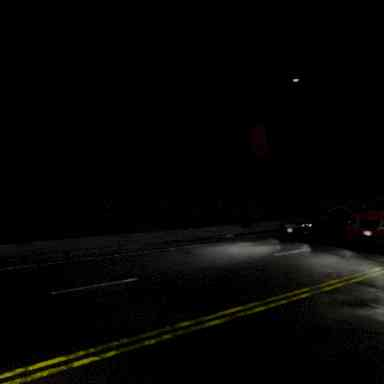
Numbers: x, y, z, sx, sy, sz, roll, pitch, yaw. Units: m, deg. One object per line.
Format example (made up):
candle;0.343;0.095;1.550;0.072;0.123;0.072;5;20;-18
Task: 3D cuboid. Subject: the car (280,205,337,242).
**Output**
car;6.331;1.421;16.179;4.902;1.511;2.128;0;0;-35

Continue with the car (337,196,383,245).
car;8.740;1.147;13.905;5.566;2.045;2.150;-1;0;-35
